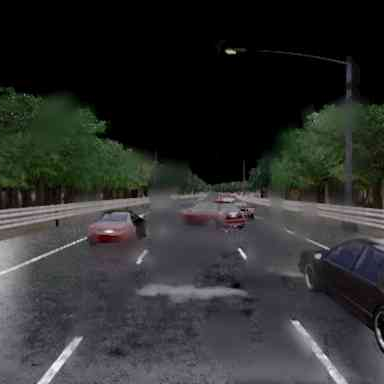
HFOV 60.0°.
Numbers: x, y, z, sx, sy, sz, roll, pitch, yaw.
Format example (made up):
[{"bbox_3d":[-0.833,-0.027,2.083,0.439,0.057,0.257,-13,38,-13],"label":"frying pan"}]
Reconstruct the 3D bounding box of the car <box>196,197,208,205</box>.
[{"bbox_3d":[1.894,1.632,60.826,2.033,1.411,5.357,0,0,4],"label":"car"}]

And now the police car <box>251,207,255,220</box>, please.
[{"bbox_3d":[3.891,1.484,27.624,2.038,1.542,4.974,0,0,2],"label":"police car"}]

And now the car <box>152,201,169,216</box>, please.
[{"bbox_3d":[-2.841,1.547,32.640,1.994,1.385,4.181,0,0,2],"label":"car"}]

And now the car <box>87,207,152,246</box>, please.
[{"bbox_3d":[-3.264,1.541,15.222,1.994,1.385,4.181,0,0,1],"label":"car"}]

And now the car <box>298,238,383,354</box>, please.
[{"bbox_3d":[3.518,1.536,5.817,2.033,1.411,5.357,0,0,0],"label":"car"}]

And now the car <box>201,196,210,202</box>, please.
[{"bbox_3d":[3.352,1.675,81.402,2.128,1.511,4.902,0,0,5],"label":"car"}]

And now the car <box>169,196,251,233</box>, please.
[{"bbox_3d":[0.939,1.326,19.930,2.097,1.767,4.553,0,0,-39],"label":"car"}]

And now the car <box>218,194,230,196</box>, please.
[{"bbox_3d":[4.746,1.255,49.448,2.150,2.045,5.566,0,0,3],"label":"car"}]
